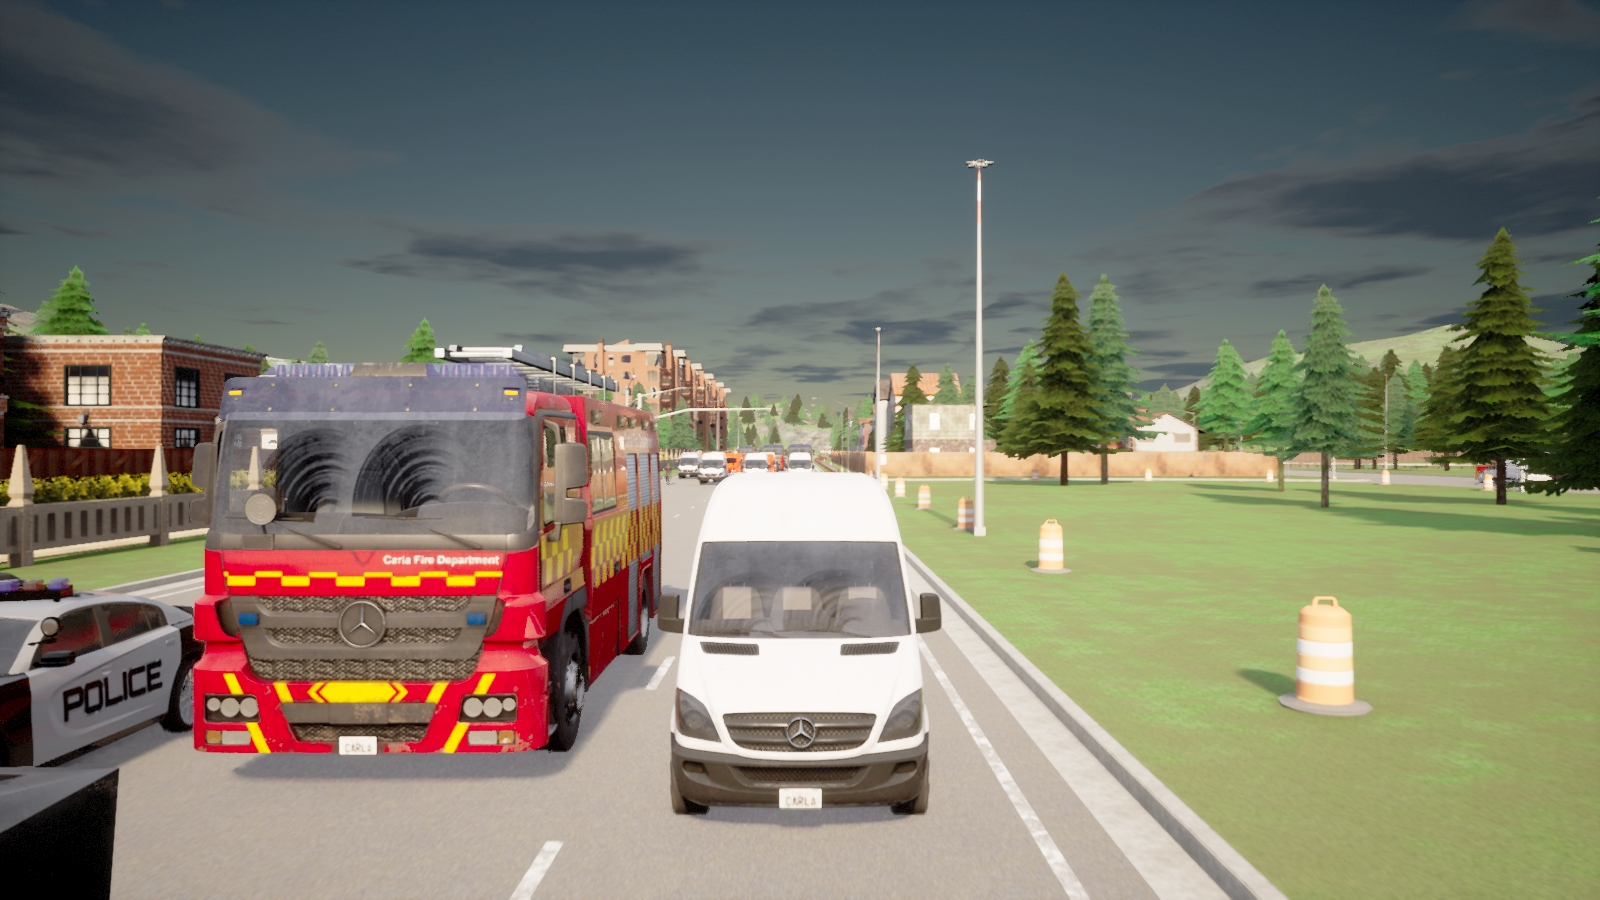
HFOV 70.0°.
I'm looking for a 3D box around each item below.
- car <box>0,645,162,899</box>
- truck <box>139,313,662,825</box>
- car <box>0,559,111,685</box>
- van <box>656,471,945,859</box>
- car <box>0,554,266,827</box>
[{"bbox_3d":[-3.499,1.754,0.988,2.390,2.098,6.274,0,0,0],"label":"car"},{"bbox_3d":[-3.496,0.890,12.781,2.891,3.827,8.468,0,0,0],"label":"truck"},{"bbox_3d":[-10.499,2.155,13.479,1.895,1.301,4.718,0,0,0],"label":"car"},{"bbox_3d":[0.004,1.534,10.831,1.988,2.561,5.915,0,0,0],"label":"van"},{"bbox_3d":[-6.999,1.982,10.107,2.097,1.638,5.238,0,0,0],"label":"car"}]
